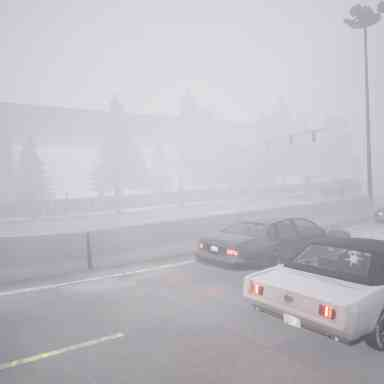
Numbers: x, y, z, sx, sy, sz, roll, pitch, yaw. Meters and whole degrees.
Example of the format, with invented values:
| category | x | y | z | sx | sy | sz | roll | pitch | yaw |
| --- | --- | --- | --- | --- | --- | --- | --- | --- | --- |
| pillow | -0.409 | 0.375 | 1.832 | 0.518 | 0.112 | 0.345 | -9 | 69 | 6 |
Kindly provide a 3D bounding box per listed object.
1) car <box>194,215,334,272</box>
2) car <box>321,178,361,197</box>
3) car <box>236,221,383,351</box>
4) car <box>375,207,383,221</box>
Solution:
| category | x | y | z | sx | sy | sz | roll | pitch | yaw |
| --- | --- | --- | --- | --- | --- | --- | --- | --- | --- |
| car | 2.608 | 1.400 | 9.938 | 5.357 | 1.411 | 2.033 | -3 | 1 | -36 |
| car | 17.004 | -0.532 | 37.807 | 5.566 | 2.045 | 2.150 | -4 | 2 | -36 |
| car | 3.243 | 1.506 | 6.086 | 4.718 | 1.301 | 1.895 | -2 | 1 | -36 |
| car | 10.756 | 0.868 | 15.802 | 5.357 | 1.411 | 2.033 | -4 | 2 | -36 |
